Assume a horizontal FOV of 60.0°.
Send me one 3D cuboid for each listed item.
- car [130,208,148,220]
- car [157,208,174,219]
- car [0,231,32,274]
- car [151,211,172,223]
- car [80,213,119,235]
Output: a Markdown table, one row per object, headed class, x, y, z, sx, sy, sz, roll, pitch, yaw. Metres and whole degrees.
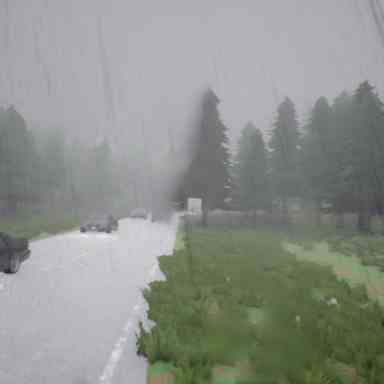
| class | x | y | z | sx | sy | sz | roll | pitch | yaw |
| --- | --- | --- | --- | --- | --- | --- | --- | --- | --- |
| car | -7.052 | 2.943 | 44.733 | 1.837 | 1.490 | 4.892 | 2 | -2 | -1 |
| car | -4.022 | 3.271 | 51.193 | 2.128 | 1.511 | 4.902 | 2 | -2 | -1 |
| car | -6.124 | 1.675 | 8.618 | 2.033 | 1.411 | 5.357 | 2 | -2 | -2 |
| car | -3.663 | 2.732 | 40.005 | 2.097 | 1.767 | 4.553 | 2 | -2 | -1 |
| car | -6.558 | 2.237 | 23.930 | 1.994 | 1.385 | 4.181 | 2 | -2 | -1 |
